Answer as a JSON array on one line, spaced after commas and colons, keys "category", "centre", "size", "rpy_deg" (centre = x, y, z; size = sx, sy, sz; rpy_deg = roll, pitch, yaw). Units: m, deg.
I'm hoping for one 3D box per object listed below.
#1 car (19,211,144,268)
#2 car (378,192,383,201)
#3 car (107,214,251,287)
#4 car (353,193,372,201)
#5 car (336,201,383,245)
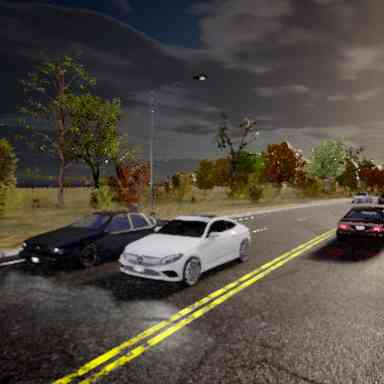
[{"category": "car", "centre": [-2.654, 1.351, 10.921], "size": [2.033, 1.411, 5.357], "rpy_deg": [1, 1, 33]}, {"category": "car", "centre": [26.928, 0.693, 45.428], "size": [2.097, 1.767, 4.553], "rpy_deg": [1, 1, 40]}, {"category": "car", "centre": [0.112, 1.367, 9.173], "size": [1.812, 1.442, 4.674], "rpy_deg": [1, 1, 33]}, {"category": "car", "centre": [24.411, 0.809, 47.488], "size": [1.812, 1.442, 4.674], "rpy_deg": [1, 1, 40]}, {"category": "car", "centre": [7.568, 1.327, 14.232], "size": [2.033, 1.411, 5.357], "rpy_deg": [1, 1, 34]}]
